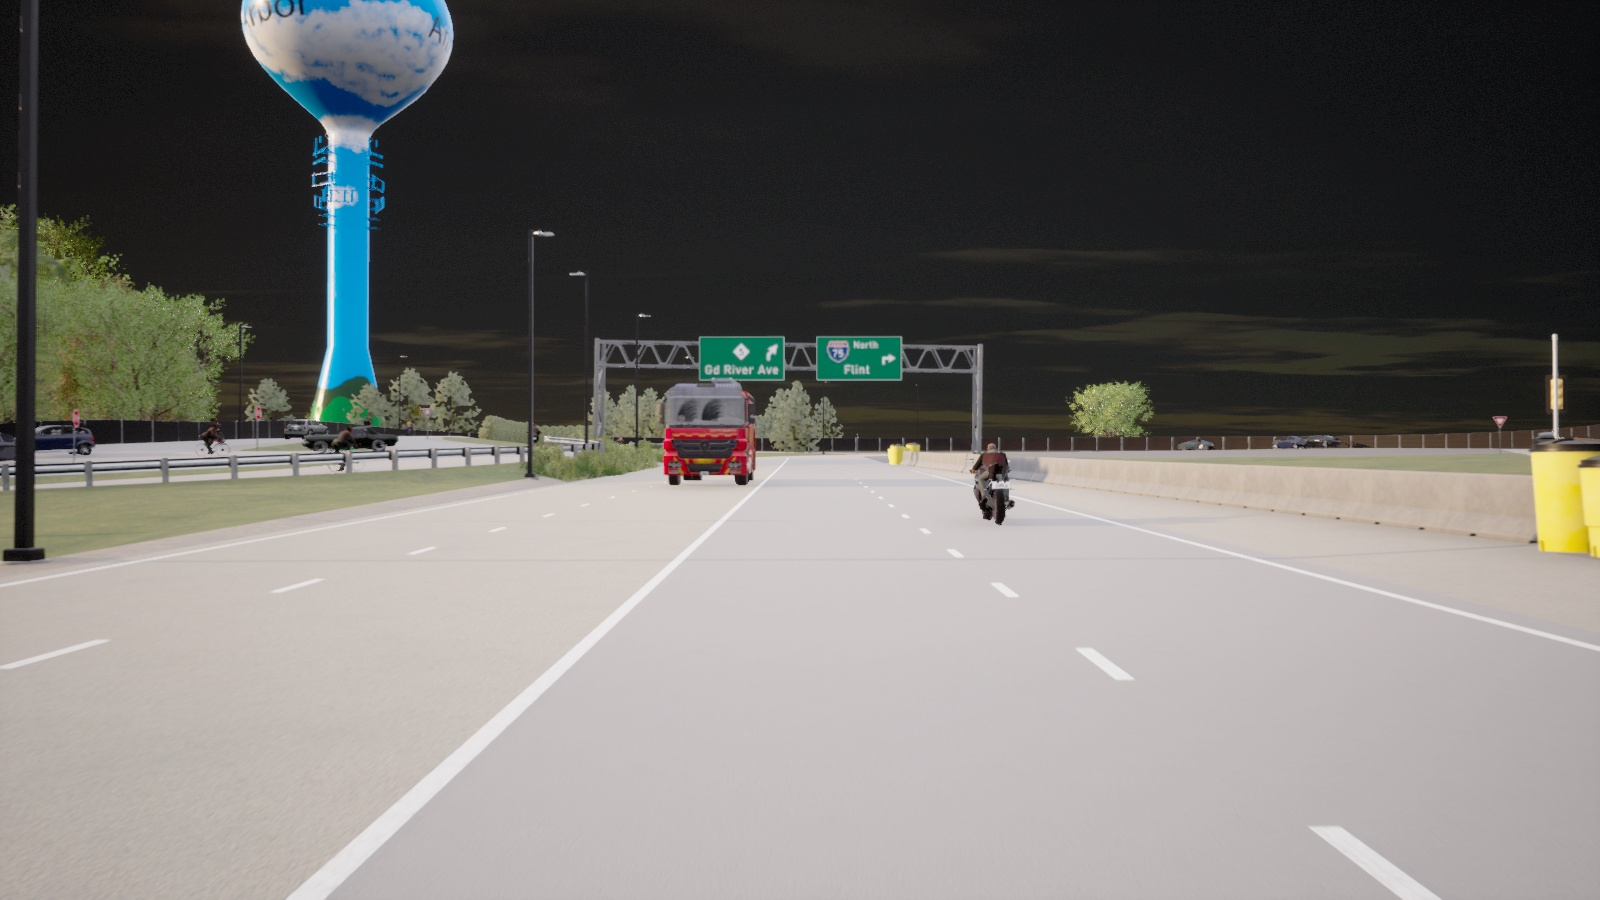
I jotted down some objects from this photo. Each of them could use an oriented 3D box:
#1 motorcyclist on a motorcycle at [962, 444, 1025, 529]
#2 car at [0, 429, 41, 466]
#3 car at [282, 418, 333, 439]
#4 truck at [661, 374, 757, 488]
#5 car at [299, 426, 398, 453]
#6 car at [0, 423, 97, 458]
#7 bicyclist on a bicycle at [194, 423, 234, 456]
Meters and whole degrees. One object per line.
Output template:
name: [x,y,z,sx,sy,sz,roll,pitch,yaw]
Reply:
motorcyclist on a motorcycle: [3.652,0.658,23.835,0.866,1.530,2.191,0,0,0]
car: [-36.277,-0.121,56.599,1.845,1.501,3.633,0,3,2]
car: [-35.877,-1.593,91.561,1.970,1.475,3.806,1,1,6]
truck: [-3.217,-0.681,46.455,2.891,3.827,8.468,0,0,0]
car: [-23.822,-0.585,66.236,4.718,1.301,1.895,-2,3,-26]
car: [-37.552,-0.502,62.799,1.789,1.549,3.705,2,3,39]
bicyclist on a bicycle: [-29.044,-0.511,62.263,1.656,1.620,0.582,0,3,-8]
